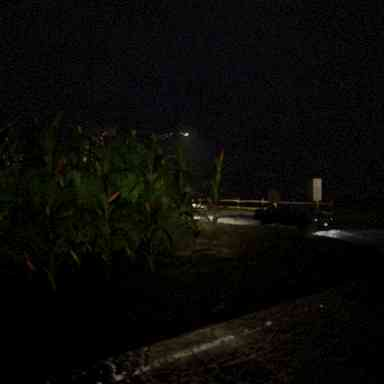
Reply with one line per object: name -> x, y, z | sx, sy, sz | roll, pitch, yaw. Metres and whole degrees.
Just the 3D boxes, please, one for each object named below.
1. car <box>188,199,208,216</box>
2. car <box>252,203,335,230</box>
car -> -0.265, 1.431, 31.682 | 1.812, 1.442, 4.674 | -2, 1, -30
car -> 6.107, 1.430, 20.826 | 2.033, 1.411, 5.357 | -2, 1, -31
